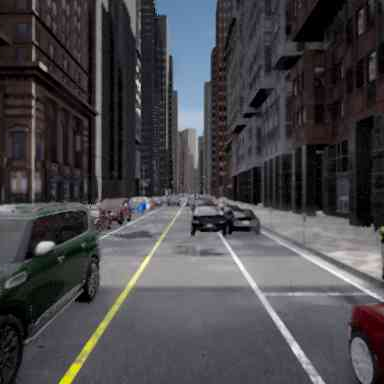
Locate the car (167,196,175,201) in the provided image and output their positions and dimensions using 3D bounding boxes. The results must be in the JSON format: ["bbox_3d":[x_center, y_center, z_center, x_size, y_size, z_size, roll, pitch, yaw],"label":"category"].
[{"bbox_3d":[-5.757,1.795,91.810,1.752,1.417,4.829,0,0,0],"label":"car"}]

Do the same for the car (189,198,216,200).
[{"bbox_3d":[0.842,1.579,29.022,1.837,1.490,4.892,0,0,0],"label":"car"}]

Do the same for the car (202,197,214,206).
[{"bbox_3d":[2.767,1.687,58.555,1.752,1.417,4.829,0,0,0],"label":"car"}]

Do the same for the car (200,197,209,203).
[{"bbox_3d":[2.767,1.796,75.191,1.802,1.307,4.206,0,0,0],"label":"car"}]

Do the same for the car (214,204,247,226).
[{"bbox_3d":[2.766,1.628,24.773,1.947,1.339,4.313,0,0,0],"label":"car"}]

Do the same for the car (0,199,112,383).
[{"bbox_3d":[-3.100,1.235,5.348,2.150,2.045,5.566,0,0,0],"label":"car"}]

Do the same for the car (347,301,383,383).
[{"bbox_3d":[2.766,1.551,2.364,1.887,1.381,4.507,0,0,0],"label":"car"}]

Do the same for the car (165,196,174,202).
[{"bbox_3d":[-5.757,1.802,86.378,2.008,1.369,4.403,0,0,0],"label":"car"}]

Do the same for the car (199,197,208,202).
[{"bbox_3d":[2.767,1.815,80.793,1.802,1.307,4.206,0,0,0],"label":"car"}]

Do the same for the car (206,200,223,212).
[{"bbox_3d":[2.767,1.692,41.578,1.802,1.307,4.206,0,0,0],"label":"car"}]

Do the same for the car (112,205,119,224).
[{"bbox_3d":[-5.759,1.629,19.158,1.802,1.307,4.206,0,0,0],"label":"car"}]

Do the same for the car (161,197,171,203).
[{"bbox_3d":[-5.758,1.780,75.175,1.947,1.339,4.313,0,0,0],"label":"car"}]

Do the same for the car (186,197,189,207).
[{"bbox_3d":[0.002,1.711,53.801,1.994,1.385,4.181,0,0,0],"label":"car"}]

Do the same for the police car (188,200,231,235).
[{"bbox_3d":[0.860,1.473,19.129,1.930,1.638,5.238,0,0,0],"label":"police car"}]

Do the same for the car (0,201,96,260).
[{"bbox_3d":[-5.758,1.348,13.557,2.192,1.841,5.009,0,0,0],"label":"car"}]

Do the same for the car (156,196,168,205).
[{"bbox_3d":[-5.758,1.619,63.972,1.967,1.590,4.097,0,0,0],"label":"car"}]

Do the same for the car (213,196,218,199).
[{"bbox_3d":[2.767,1.533,35.977,1.967,1.590,4.097,0,0,0],"label":"car"}]

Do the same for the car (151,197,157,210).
[{"bbox_3d":[-5.758,1.635,41.394,1.752,1.417,4.829,0,0,0],"label":"car"}]

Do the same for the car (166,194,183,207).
[{"bbox_3d":[-3.021,1.505,55.865,2.097,1.767,4.553,0,0,0],"label":"car"}]

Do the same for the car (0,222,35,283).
[{"bbox_3d":[-5.759,1.585,7.955,1.947,1.339,4.313,0,0,0],"label":"car"}]

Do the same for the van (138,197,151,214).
[{"bbox_3d":[-5.758,1.434,35.963,1.690,1.788,3.998,0,0,0],"label":"van"}]

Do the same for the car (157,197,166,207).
[{"bbox_3d":[-5.758,1.584,52.769,1.967,1.590,4.097,0,0,0],"label":"car"}]

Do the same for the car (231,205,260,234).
[{"bbox_3d":[2.766,1.613,19.171,1.947,1.339,4.313,0,0,0],"label":"car"}]

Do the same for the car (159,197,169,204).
[{"bbox_3d":[-5.758,1.778,69.573,1.802,1.307,4.206,0,0,0],"label":"car"}]

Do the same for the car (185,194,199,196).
[{"bbox_3d":[0.003,1.578,72.677,2.128,1.511,4.902,0,0,0],"label":"car"}]

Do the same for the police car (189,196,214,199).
[{"bbox_3d":[0.901,1.516,35.132,1.930,1.638,5.238,0,0,0],"label":"police car"}]

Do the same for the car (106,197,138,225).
[{"bbox_3d":[-5.758,1.377,24.761,2.192,1.841,5.009,0,0,0],"label":"car"}]
